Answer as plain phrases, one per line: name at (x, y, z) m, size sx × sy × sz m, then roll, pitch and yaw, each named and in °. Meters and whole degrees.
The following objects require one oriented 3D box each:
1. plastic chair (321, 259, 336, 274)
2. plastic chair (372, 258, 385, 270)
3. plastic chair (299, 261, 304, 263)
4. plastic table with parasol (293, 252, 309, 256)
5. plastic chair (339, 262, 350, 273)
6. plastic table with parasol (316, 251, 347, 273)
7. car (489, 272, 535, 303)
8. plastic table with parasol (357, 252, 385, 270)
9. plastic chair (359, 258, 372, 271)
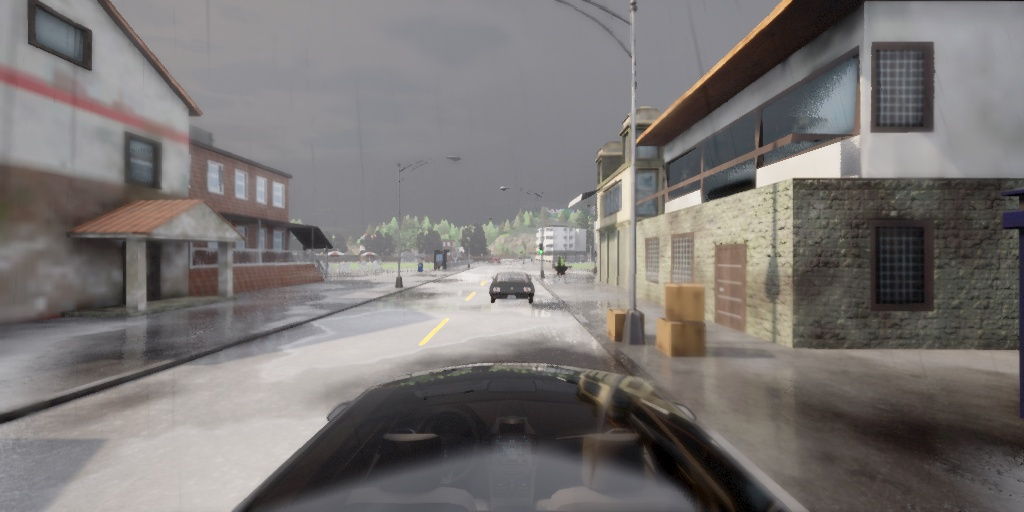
plastic chair at (-20.000, 1.277, 39.103) m, size 0.750 × 1.272 × 0.730 m, roll 0°, pitch 0°, yaw 0°
plastic chair at (-17.899, 1.277, 48.102) m, size 0.730 × 1.272 × 0.750 m, roll 0°, pitch 0°, yaw 0°
plastic chair at (-25.700, 1.277, 43.404) m, size 0.730 × 1.272 × 0.750 m, roll 0°, pitch 0°, yaw 0°
plastic table with parasol at (-26.900, 0.673, 43.454) m, size 2.482 × 2.480 × 2.482 m, roll 0°, pitch 0°, yaw 0°
plastic chair at (-18.700, 1.277, 40.303) m, size 0.730 × 1.272 × 0.750 m, roll 0°, pitch 0°, yaw 0°
plastic table with parasol at (-19.920, 0.673, 40.423) m, size 2.482 × 2.480 × 2.482 m, roll 0°, pitch 0°, yaw 0°
car at (0.000, 1.365, 16.530) m, size 1.895 × 1.301 × 4.718 m, roll 0°, pitch 0°, yaw 0°
plastic table with parasol at (-19.169, 0.673, 48.243) m, size 2.482 × 2.480 × 2.482 m, roll 0°, pitch 0°, yaw 0°
plastic chair at (-19.199, 1.277, 46.903) m, size 0.750 × 1.272 × 0.730 m, roll 0°, pitch 0°, yaw 0°
